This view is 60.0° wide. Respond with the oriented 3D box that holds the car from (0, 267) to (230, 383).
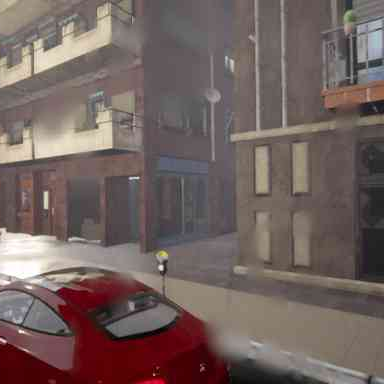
[{"bbox_3d":[-1.566,1.584,3.970,4.206,1.307,1.802,0,-1,36],"label":"car"}]
